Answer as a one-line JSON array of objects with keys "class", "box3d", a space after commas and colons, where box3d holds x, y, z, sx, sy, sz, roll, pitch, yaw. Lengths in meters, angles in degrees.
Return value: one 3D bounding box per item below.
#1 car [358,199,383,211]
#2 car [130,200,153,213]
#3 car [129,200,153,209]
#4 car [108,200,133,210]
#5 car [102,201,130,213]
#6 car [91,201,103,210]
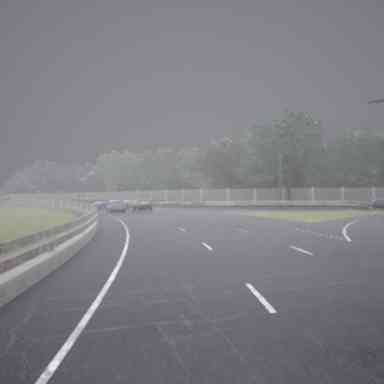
[{"class": "car", "box3d": [25.308, 1.730, 45.368, 4.892, 1.490, 1.837, 0, -1, -2]}, {"class": "car", "box3d": [-6.832, 1.942, 45.117, 1.882, 1.535, 5.008, 0, -1, -25]}, {"class": "car", "box3d": [-8.710, 2.069, 55.996, 2.128, 1.511, 4.902, 0, -1, -34]}, {"class": "car", "box3d": [-11.702, 2.131, 54.179, 2.033, 1.411, 5.357, 0, -1, -34]}, {"class": "car", "box3d": [-10.041, 2.039, 43.723, 1.994, 1.385, 4.181, 0, -1, -25]}, {"class": "car", "box3d": [-14.694, 2.114, 52.364, 1.812, 1.442, 4.674, 0, -1, -34]}]
